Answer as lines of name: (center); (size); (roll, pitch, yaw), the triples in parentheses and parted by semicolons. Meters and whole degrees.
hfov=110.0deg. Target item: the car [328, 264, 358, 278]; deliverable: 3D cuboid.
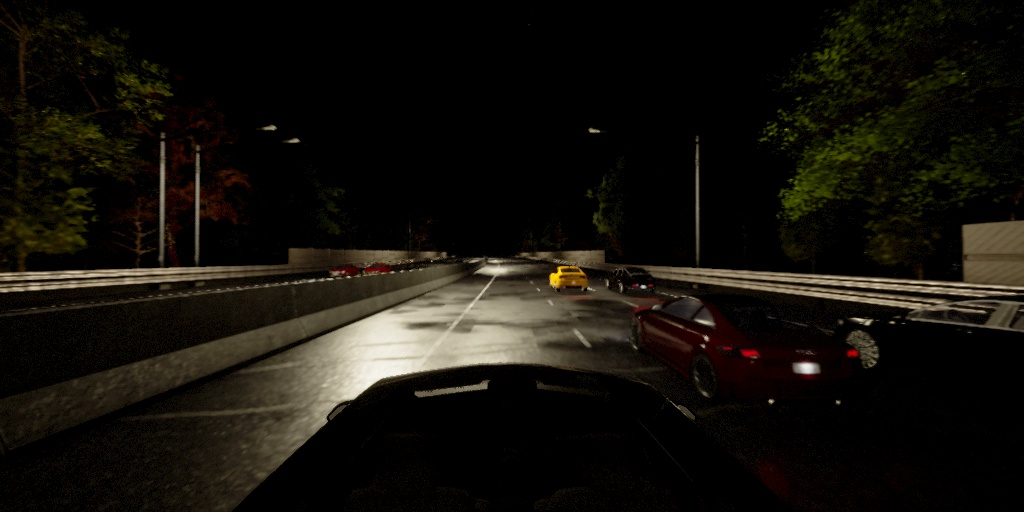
car: (-17.745, 1.577, 38.257); (1.812, 1.442, 4.674); (0, 0, -1)

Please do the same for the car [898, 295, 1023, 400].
car: (7.102, 1.270, 4.895); (2.128, 1.511, 4.902); (0, -1, 0)

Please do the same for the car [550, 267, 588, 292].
car: (3.571, 1.421, 23.289); (1.882, 1.535, 5.008); (0, -1, 0)

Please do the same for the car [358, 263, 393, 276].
car: (-14.247, 1.530, 38.331); (1.882, 1.535, 5.008); (0, 0, -1)

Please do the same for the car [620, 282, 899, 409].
car: (3.602, 1.356, 6.390); (1.994, 1.385, 4.181); (0, -1, 0)

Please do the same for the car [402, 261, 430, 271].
car: (-10.760, 1.565, 39.504); (1.837, 1.490, 4.892); (0, -1, -1)

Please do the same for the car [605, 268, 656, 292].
car: (7.079, 1.435, 21.788); (1.837, 1.490, 4.892); (0, -1, 0)
